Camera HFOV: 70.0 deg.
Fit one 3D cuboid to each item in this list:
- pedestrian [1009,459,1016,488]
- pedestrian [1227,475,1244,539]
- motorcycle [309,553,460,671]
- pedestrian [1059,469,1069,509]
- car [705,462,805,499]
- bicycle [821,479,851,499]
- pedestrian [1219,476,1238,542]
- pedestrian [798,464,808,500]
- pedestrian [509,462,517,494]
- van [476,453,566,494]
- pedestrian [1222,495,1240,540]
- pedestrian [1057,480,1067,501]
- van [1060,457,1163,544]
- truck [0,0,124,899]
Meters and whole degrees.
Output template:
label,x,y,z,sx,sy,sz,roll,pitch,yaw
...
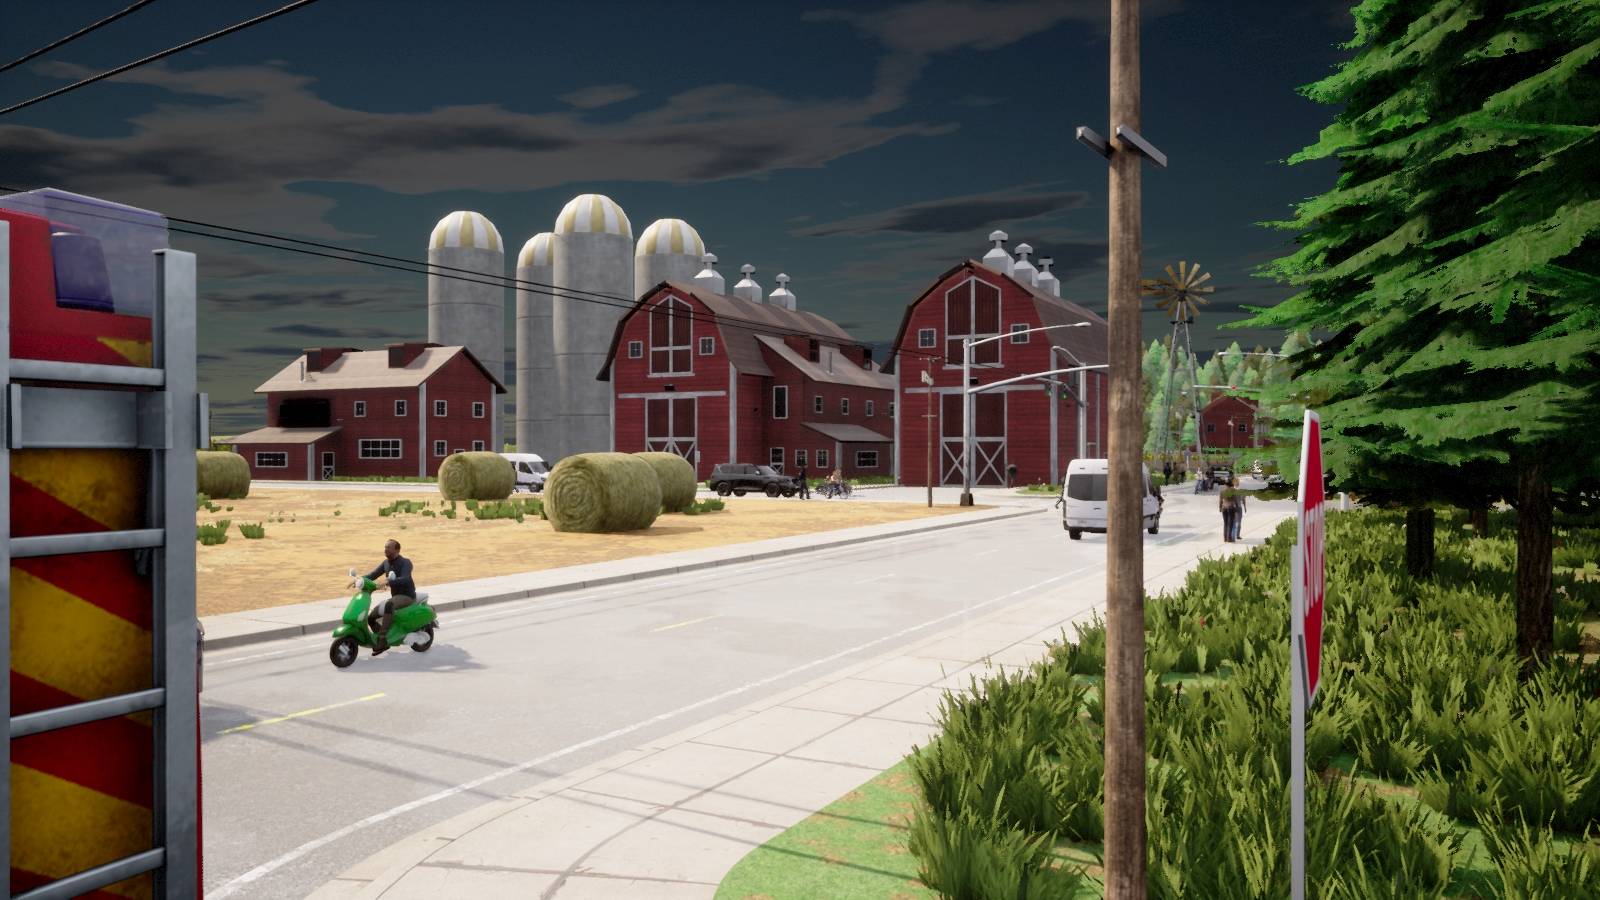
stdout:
label,x,y,z,sx,sy,sz,roll,pitch,yaw
pedestrian,13.875,1.551,74.590,0.375,1.860,0.375,0,0,27
pedestrian,12.987,1.694,34.066,0.375,1.860,0.375,0,0,41
motorcycle,-5.597,2.142,15.494,0.856,1.316,1.805,0,0,29
pedestrian,12.434,1.843,53.783,0.375,1.860,0.375,0,0,27
car,-2.671,1.753,67.196,5.566,2.045,2.150,0,0,28
bicycle,2.049,2.221,64.741,1.487,1.080,0.859,0,0,28
pedestrian,12.313,1.695,32.837,0.375,1.860,0.375,0,0,-43
pedestrian,0.149,1.672,59.769,0.375,1.860,0.375,0,0,35
pedestrian,-16.959,1.670,67.514,0.375,1.860,0.375,0,0,-23
van,-18.443,1.496,75.399,5.915,2.561,1.988,0,1,27
pedestrian,12.632,1.976,33.511,0.375,1.300,0.375,0,0,42
pedestrian,14.207,2.203,62.024,0.500,1.100,0.500,0,0,12
van,10.270,1.535,37.298,1.988,2.561,5.915,0,0,28
truck,-6.203,0.864,3.469,8.468,3.827,2.891,0,0,25
